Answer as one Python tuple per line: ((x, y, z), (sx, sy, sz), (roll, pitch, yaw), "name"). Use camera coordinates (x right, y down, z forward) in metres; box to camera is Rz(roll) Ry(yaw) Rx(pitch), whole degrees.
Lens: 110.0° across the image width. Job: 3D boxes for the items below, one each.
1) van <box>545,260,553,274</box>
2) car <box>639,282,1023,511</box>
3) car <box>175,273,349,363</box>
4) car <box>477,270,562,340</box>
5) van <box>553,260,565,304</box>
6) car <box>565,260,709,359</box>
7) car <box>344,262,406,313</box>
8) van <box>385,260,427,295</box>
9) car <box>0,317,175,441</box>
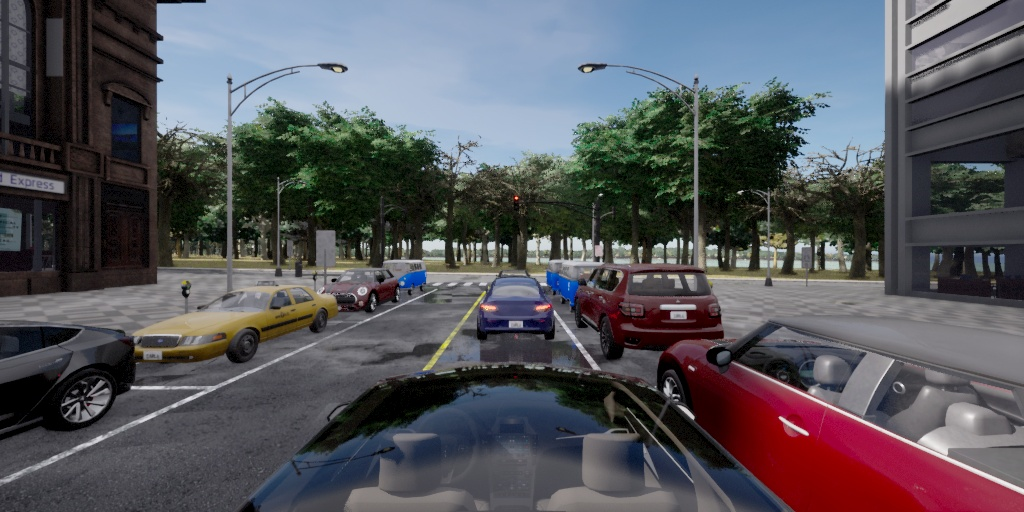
((2.762, 1.092, 19.207), (1.690, 1.789, 3.998), (0, 0, 0), "van")
((2.763, 1.190, 2.895), (1.967, 1.591, 4.097), (0, 0, 0), "car")
((-5.763, 1.275, 8.162), (1.751, 1.417, 4.829), (0, 0, 0), "car")
((0.098, 1.276, 9.870), (1.812, 1.442, 4.674), (0, 0, 0), "car")
((2.762, 1.091, 13.770), (1.690, 1.789, 3.998), (0, 0, 0), "van")
((2.762, 1.065, 8.332), (2.192, 1.841, 5.009), (0, 0, 0), "car")
((-5.763, 1.190, 13.769), (1.967, 1.591, 4.097), (0, 0, 0), "car")
((-5.763, 1.092, 19.207), (1.690, 1.789, 3.998), (0, 0, 0), "van")
((-5.763, 1.316, 2.894), (1.948, 1.339, 4.313), (0, 0, 0), "car")
